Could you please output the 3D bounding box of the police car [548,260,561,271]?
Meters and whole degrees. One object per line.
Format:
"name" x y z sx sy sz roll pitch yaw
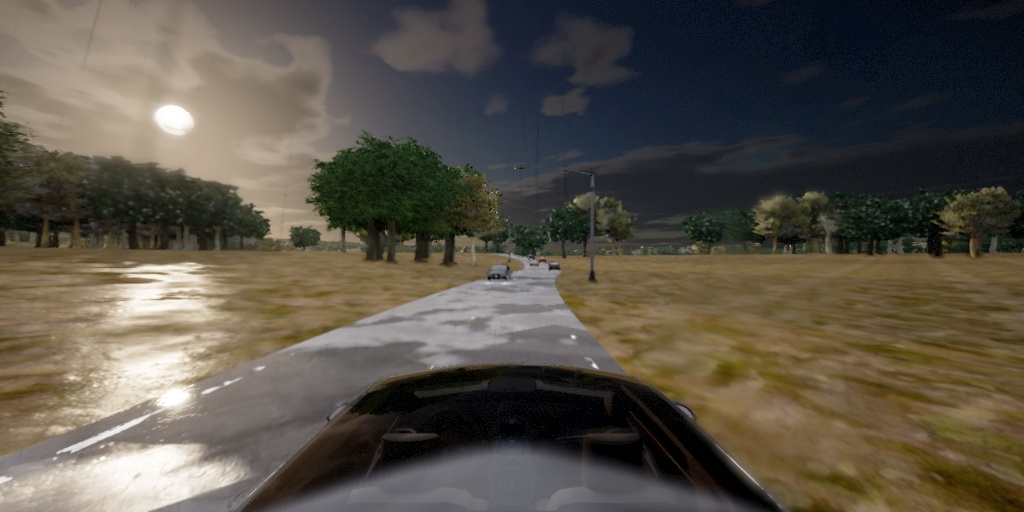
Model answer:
"police car" 7.175 1.692 60.413 1.930 1.638 5.238 0 0 8

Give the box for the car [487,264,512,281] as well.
"car" -1.089 1.531 33.421 1.837 1.490 4.892 0 -1 7
